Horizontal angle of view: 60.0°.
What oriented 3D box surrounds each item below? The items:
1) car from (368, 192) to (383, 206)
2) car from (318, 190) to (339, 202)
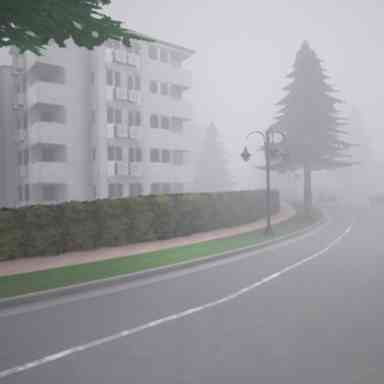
[{"bbox_3d":[21.372,0.769,37.378,2.128,1.511,4.902,-1,0,12],"label":"car"},{"bbox_3d":[19.798,0.559,48.255,2.097,1.767,4.553,-1,1,10],"label":"car"}]
